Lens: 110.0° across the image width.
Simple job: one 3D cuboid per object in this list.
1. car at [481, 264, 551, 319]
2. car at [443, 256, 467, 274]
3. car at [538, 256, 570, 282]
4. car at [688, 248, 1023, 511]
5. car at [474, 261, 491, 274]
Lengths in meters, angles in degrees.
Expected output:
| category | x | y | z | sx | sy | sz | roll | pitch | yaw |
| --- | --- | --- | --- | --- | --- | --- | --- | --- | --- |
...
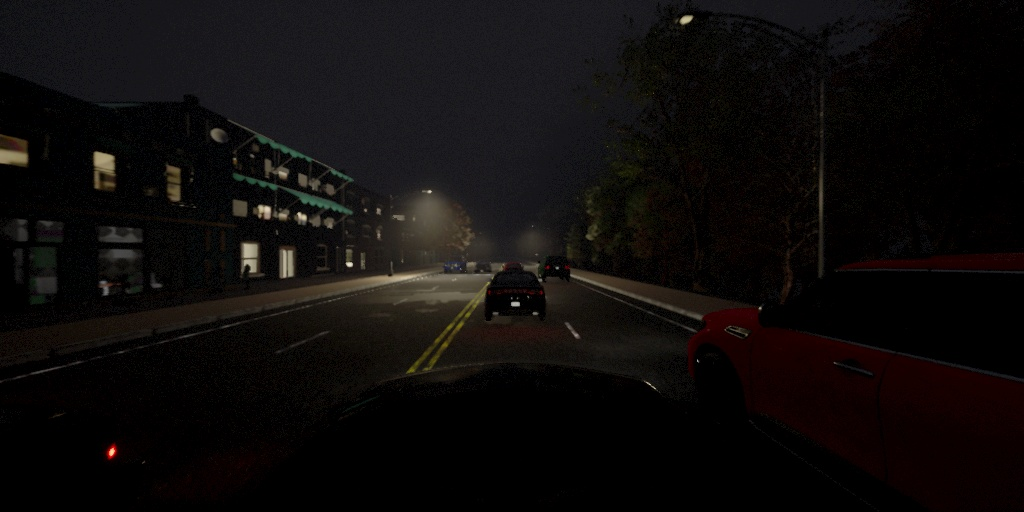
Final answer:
| category | x | y | z | sx | sy | sz | roll | pitch | yaw |
| --- | --- | --- | --- | --- | --- | --- | --- | --- | --- |
| car | 0.102 | 1.233 | 12.785 | 1.882 | 1.535 | 5.008 | 0 | 0 | 0 |
| car | -6.588 | 0.989 | 42.287 | 2.150 | 2.045 | 5.566 | 0 | 0 | 0 |
| car | 3.352 | 0.985 | 29.203 | 2.150 | 2.045 | 5.566 | 0 | 0 | 0 |
| car | 3.362 | 0.972 | 2.330 | 2.150 | 2.045 | 5.566 | 0 | 0 | 0 |
| car | -3.338 | 1.317 | 42.280 | 2.033 | 1.411 | 5.357 | 0 | 0 | 0 |
